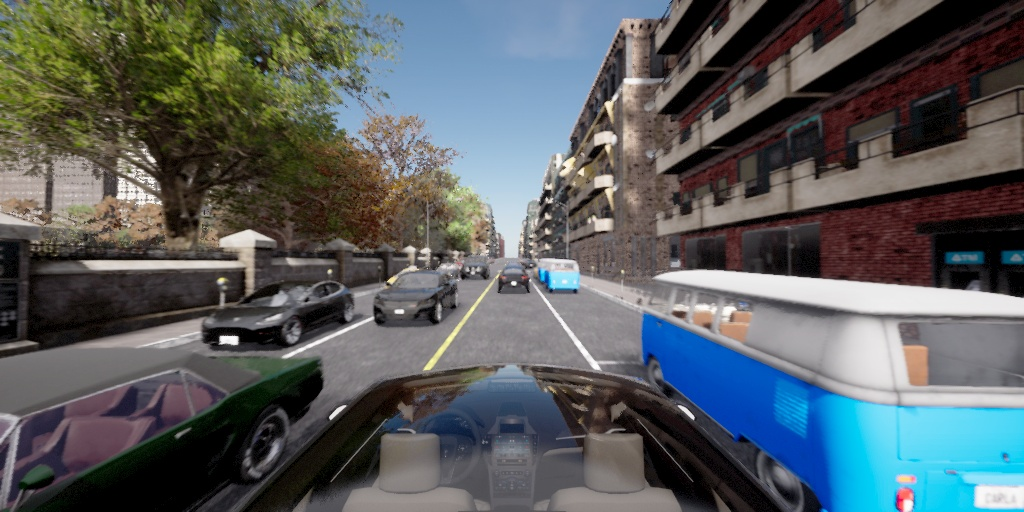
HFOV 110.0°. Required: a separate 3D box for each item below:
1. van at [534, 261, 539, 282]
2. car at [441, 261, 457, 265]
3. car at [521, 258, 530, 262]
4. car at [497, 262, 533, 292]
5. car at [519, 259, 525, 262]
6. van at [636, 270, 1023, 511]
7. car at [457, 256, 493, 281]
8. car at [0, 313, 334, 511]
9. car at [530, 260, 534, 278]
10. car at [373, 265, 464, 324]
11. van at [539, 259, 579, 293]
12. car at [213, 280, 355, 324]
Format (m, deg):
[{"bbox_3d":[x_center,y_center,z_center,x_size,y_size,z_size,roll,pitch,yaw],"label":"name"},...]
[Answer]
[{"bbox_3d":[2.721,1.096,25.928,1.690,1.789,3.998,0,0,0],"label":"van"},{"bbox_3d":[-5.653,1.307,31.462,2.007,1.370,4.403,0,0,0],"label":"car"},{"bbox_3d":[2.755,1.327,53.544,1.948,1.339,4.313,0,0,0],"label":"car"},{"bbox_3d":[0.105,1.280,21.370,1.812,1.442,4.674,0,0,0],"label":"car"},{"bbox_3d":[0.145,1.323,41.674,1.994,1.385,4.181,0,0,0],"label":"car"},{"bbox_3d":[2.694,1.091,3.833,1.690,1.789,3.998,0,0,0],"label":"van"},{"bbox_3d":[-3.061,0.978,30.869,2.150,2.045,5.566,0,0,0],"label":"car"},{"bbox_3d":[-3.090,1.351,1.882,1.895,1.301,4.718,0,0,0],"label":"car"},{"bbox_3d":[2.728,1.282,31.621,1.751,1.417,4.829,0,0,0],"label":"car"},{"bbox_3d":[-3.035,1.230,12.197,1.882,1.535,5.008,0,0,0],"label":"car"},{"bbox_3d":[2.714,1.095,20.405,1.690,1.789,3.998,0,0,0],"label":"van"},{"bbox_3d":[-5.681,1.317,9.369,1.948,1.339,4.313,0,0,0],"label":"car"}]
